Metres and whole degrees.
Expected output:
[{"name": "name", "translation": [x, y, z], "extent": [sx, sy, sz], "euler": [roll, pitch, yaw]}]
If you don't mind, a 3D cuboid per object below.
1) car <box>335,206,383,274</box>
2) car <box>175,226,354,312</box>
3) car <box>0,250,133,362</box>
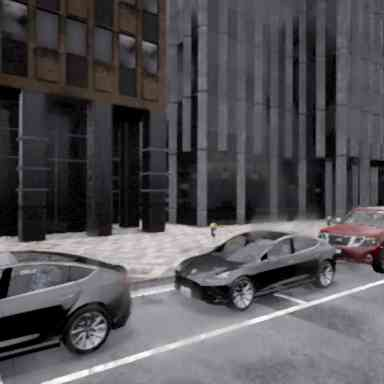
[{"name": "car", "translation": [6.252, 1.412, 11.109], "extent": [5.009, 1.841, 2.192], "euler": [1, -1, -35]}, {"name": "car", "translation": [1.661, 1.615, 7.835], "extent": [4.313, 1.339, 1.947], "euler": [1, -1, -35]}, {"name": "car", "translation": [-2.928, 1.567, 4.563], "extent": [4.313, 1.339, 1.947], "euler": [1, -1, -35]}]
